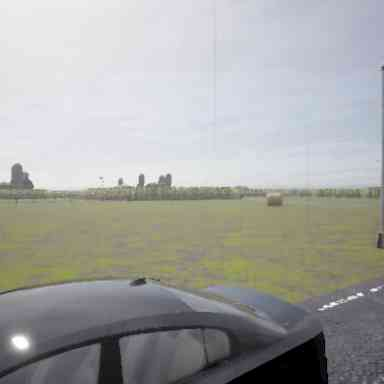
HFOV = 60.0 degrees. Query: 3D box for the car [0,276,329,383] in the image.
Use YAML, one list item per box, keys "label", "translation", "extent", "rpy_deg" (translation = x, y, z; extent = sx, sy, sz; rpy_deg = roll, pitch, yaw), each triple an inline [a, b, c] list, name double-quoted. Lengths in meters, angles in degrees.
- label: "car"
  translation: [-1.110, 1.477, 2.280]
  extent: [5.008, 1.535, 1.882]
  rpy_deg: [0, 0, -36]
